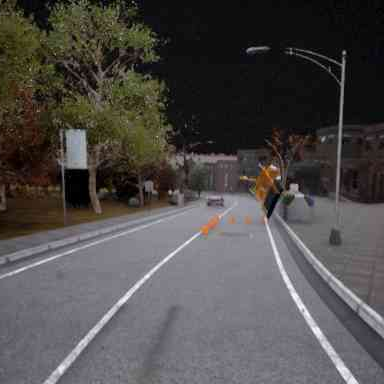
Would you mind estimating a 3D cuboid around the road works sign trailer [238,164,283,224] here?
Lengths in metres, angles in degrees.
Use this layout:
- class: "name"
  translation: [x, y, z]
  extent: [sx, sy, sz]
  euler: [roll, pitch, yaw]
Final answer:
- class: "road works sign trailer"
  translation: [4.723, -0.072, 21.969]
  extent: [2.880, 2.380, 3.560]
  euler: [9, 29, -13]

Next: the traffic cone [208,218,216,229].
- class: "traffic cone"
  translation: [0.979, 1.768, 18.489]
  extent: [0.340, 0.580, 0.340]
  euler: [1, 1, 11]

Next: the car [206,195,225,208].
- class: "car"
  translation: [2.940, 1.089, 40.209]
  extent: [1.812, 1.442, 4.674]
  euler: [1, 1, 11]

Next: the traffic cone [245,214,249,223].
- class: "traffic cone"
  translation: [3.681, 1.771, 22.038]
  extent: [0.340, 0.580, 0.340]
  euler: [1, 1, 11]

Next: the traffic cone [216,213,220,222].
- class: "traffic cone"
  translation: [1.353, 1.749, 20.453]
  extent: [0.340, 0.580, 0.340]
  euler: [1, 1, 11]

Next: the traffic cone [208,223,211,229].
- class: "traffic cone"
  translation: [0.608, 1.898, 17.066]
  extent: [0.340, 0.340, 0.580]
  euler: [1, 1, -8]
